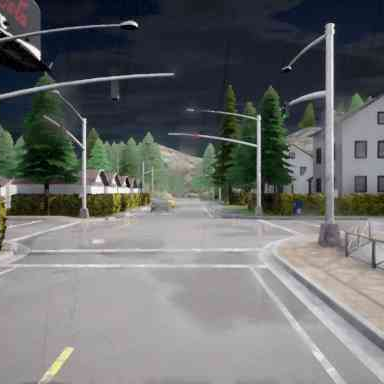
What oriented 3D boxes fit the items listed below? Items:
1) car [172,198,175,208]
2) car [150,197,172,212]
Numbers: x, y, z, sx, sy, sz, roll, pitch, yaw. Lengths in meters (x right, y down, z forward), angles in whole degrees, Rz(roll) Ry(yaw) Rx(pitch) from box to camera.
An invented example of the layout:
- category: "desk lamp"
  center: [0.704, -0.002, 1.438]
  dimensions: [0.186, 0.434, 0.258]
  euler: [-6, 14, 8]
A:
- category: "car"
  center: [-3.585, 1.478, 48.600]
  dimensions: [1.882, 1.535, 5.008]
  euler: [0, 0, 0]
- category: "car"
  center: [-3.583, 1.526, 38.128]
  dimensions: [1.812, 1.442, 4.674]
  euler: [0, 0, 0]
